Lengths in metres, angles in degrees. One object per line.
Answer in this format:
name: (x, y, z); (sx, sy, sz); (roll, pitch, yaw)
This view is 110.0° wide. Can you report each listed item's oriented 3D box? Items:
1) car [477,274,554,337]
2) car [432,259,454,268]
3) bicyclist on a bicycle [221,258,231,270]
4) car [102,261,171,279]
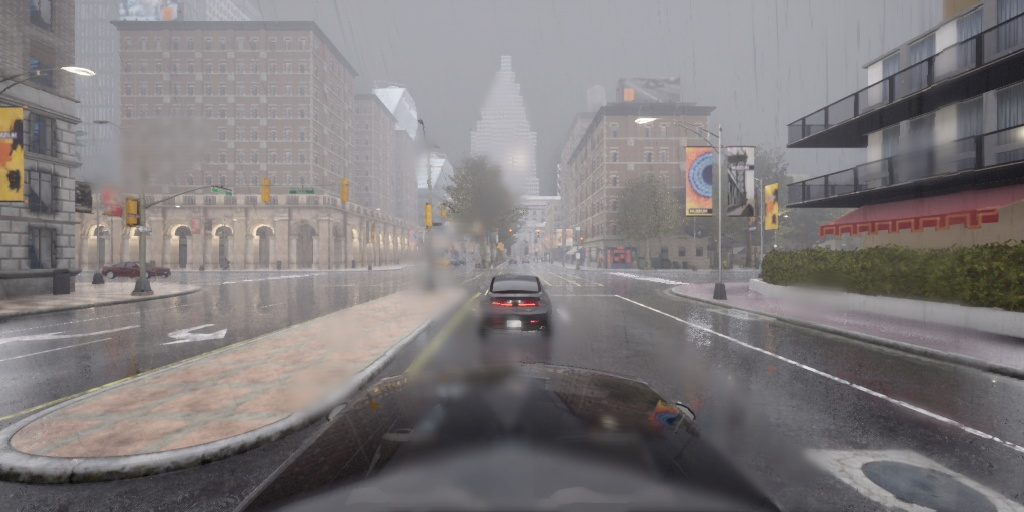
car: (0.097, 1.255, 10.269); (1.837, 1.490, 4.892); (0, 0, 0)
car: (-11.440, 1.228, 59.601); (1.882, 1.535, 5.008); (0, 0, 0)
bicyclist on a bicycle: (-37.195, 1.050, 46.688); (0.582, 1.620, 1.656); (0, 0, 0)
car: (-33.648, 1.228, 32.230); (5.008, 1.535, 1.882); (0, 0, 0)
